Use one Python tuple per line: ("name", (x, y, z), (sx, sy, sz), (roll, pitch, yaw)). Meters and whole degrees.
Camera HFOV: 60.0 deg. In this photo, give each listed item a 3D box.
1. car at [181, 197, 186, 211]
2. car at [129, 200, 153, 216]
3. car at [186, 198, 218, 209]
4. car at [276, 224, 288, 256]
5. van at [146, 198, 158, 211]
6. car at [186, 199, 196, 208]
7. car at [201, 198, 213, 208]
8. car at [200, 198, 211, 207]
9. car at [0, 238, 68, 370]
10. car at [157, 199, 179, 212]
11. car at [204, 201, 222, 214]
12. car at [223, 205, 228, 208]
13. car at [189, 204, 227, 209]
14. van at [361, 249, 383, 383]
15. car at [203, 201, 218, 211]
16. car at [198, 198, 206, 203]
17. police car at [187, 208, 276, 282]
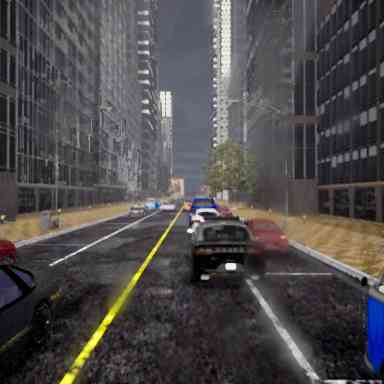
("car", (-0.087, 1.759, 46.887), (2.097, 1.767, 4.553), (0, 0, 0))
("car", (-5.764, 1.872, 36.197), (2.008, 1.369, 4.403), (0, 0, 0))
("car", (0.848, 1.458, 26.105), (2.150, 2.045, 5.566), (0, -1, 0))
("car", (2.664, 1.703, 13.441), (1.802, 1.307, 4.206), (0, -1, 0))
("van", (-5.787, 1.754, 47.584), (1.690, 1.788, 3.998), (0, 0, 0))
("car", (-0.125, 2.037, 60.831), (1.812, 1.442, 4.674), (0, 0, 0))
("car", (2.570, 1.937, 58.981), (1.967, 1.590, 4.097), (0, 0, 0))
("car", (2.558, 1.979, 64.673), (1.967, 1.590, 4.097), (0, 0, 0))
("car", (-3.106, 1.580, 3.601), (2.033, 1.411, 5.357), (0, -1, 0))
("car", (-3.185, 1.990, 44.545), (1.895, 1.301, 4.718), (0, 0, 0))
("car", (2.605, 1.919, 41.903), (2.008, 1.369, 4.403), (0, 0, 0))
("car", (2.629, 1.854, 30.518), (1.802, 1.307, 4.206), (0, 0, 0))
("car", (0.860, 1.706, 20.073), (1.812, 1.442, 4.674), (0, -1, 0))
("van", (2.688, 1.361, 2.060), (1.690, 1.788, 3.998), (0, -1, 0))
("car", (2.594, 1.964, 47.595), (2.008, 1.369, 4.403), (0, 0, 0))
("car", (2.512, 2.243, 87.442), (1.887, 1.381, 4.507), (0, 0, 0))
("police car", (0.881, 1.517, 10.184), (1.930, 1.638, 5.238), (0, -1, 0))
